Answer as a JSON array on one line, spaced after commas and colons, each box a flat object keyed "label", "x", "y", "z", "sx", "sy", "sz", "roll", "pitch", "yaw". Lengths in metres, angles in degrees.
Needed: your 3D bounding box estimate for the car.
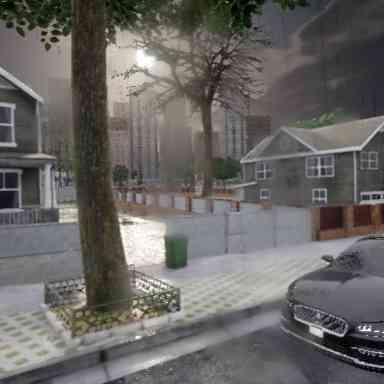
[{"label": "car", "x": 3.536, "y": 1.475, "z": 5.473, "sx": 4.892, "sy": 1.490, "sz": 1.837, "roll": 0, "pitch": 0, "yaw": -34}]
